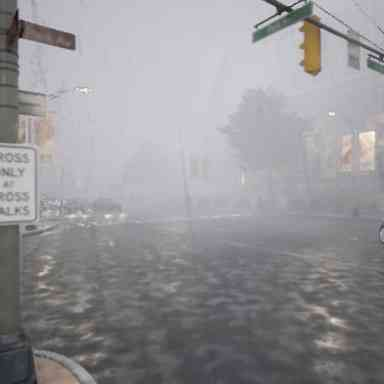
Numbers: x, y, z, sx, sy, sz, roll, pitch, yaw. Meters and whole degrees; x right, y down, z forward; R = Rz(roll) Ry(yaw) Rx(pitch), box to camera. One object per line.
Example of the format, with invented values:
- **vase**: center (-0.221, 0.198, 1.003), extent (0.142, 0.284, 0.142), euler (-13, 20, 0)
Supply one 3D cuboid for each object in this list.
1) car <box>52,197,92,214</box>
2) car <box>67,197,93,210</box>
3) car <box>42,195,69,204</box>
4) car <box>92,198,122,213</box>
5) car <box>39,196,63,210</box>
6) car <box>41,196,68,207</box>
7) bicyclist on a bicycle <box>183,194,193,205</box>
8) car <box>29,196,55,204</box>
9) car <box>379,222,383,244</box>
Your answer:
- **car**: center (-12.619, 1.502, 34.773), extent (2.033, 1.411, 5.357), euler (0, 0, -35)
- **car**: center (-14.729, 1.463, 43.659), extent (1.812, 1.442, 4.674), euler (0, 0, -37)
- **car**: center (-26.351, 1.448, 64.283), extent (4.902, 1.511, 2.128), euler (0, 0, 26)
- **car**: center (-9.300, 1.412, 36.134), extent (1.882, 1.535, 5.008), euler (0, 0, -37)
- **car**: center (-18.037, 1.310, 42.227), extent (2.097, 1.767, 4.553), euler (0, 0, -37)
- **car**: center (-21.364, 1.437, 51.704), extent (4.902, 1.511, 2.128), euler (0, 0, 44)
- **bicyclist on a bicycle**: center (-0.589, 1.153, 48.881), extent (1.656, 1.620, 0.582), euler (-1, 0, -36)
- **car**: center (-27.593, 1.473, 60.994), extent (4.674, 1.442, 1.812), euler (0, 0, 26)
- **car**: center (8.559, 1.426, 12.246), extent (1.837, 1.490, 4.892), euler (1, 0, 12)
